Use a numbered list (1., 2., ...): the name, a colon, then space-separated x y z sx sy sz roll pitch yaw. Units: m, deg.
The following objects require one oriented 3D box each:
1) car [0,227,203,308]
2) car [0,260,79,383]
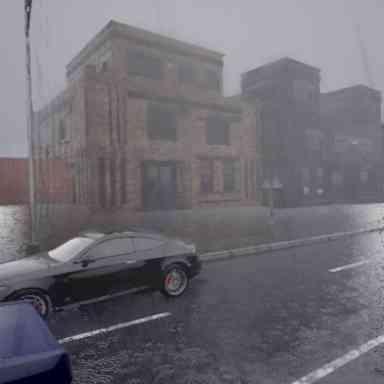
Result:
1. car: -1.898 1.511 6.906 4.674 1.442 1.812 -1 1 -36
2. car: -3.486 1.612 2.317 4.718 1.301 1.895 0 0 -36
